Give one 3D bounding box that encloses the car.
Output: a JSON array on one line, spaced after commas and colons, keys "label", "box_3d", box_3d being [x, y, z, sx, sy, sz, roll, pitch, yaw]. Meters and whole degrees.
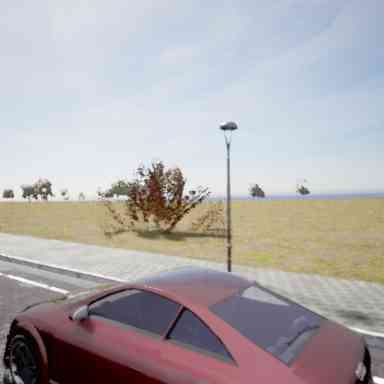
[{"label": "car", "box_3d": [-0.302, 1.586, 3.778, 4.181, 1.385, 1.994, -1, 0, 36]}]
